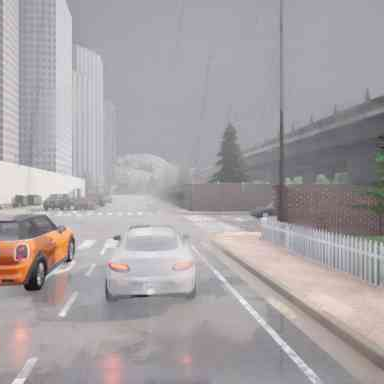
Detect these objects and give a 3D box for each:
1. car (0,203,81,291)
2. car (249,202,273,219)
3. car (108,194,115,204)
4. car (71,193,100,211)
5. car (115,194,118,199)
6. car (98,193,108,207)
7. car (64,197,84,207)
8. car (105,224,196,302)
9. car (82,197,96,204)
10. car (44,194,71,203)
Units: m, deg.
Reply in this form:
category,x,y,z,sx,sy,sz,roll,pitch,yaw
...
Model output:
category,x,y,z,sx,sy,sz,roll,pitch,yaw
car,-4.666,1.352,9.042,2.097,1.767,4.553,0,0,-7
car,7.342,1.560,28.488,4.892,1.490,1.837,0,0,-9
car,-16.654,1.526,64.978,1.812,1.442,4.674,0,0,-8
car,-13.103,1.352,41.115,2.097,1.767,4.553,0,0,-9
car,-19.002,1.197,80.577,1.882,1.535,5.008,0,0,-9
car,-14.542,1.221,50.582,2.150,2.045,5.566,0,0,-9
car,-18.223,1.547,51.554,2.033,1.411,5.357,0,0,-8
car,-0.989,1.526,8.227,1.812,1.442,4.674,0,0,-7
car,-20.292,1.601,65.735,1.895,1.301,4.718,0,0,-9
car,-16.691,1.221,41.425,2.150,2.045,5.566,0,0,-9
